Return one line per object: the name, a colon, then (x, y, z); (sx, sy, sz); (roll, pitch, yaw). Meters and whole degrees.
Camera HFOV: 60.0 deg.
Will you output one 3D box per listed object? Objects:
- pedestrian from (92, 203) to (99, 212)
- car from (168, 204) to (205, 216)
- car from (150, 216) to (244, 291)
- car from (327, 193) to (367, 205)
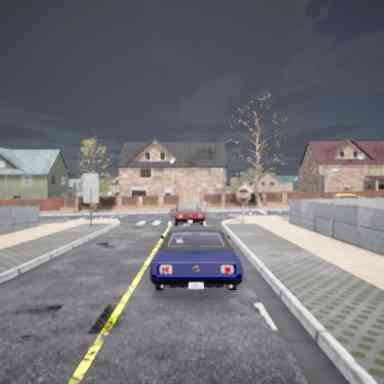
pedestrian: (-9.643, 1.063, 33.006); (0.375, 1.860, 0.375); (0, 3, 0)
car: (-0.467, 1.472, 22.187); (1.895, 1.301, 4.718); (0, 0, -9)
car: (0.094, 1.544, 8.786); (1.895, 1.301, 4.718); (0, 0, 0)
car: (13.414, 0.915, 30.126); (5.008, 1.535, 1.882); (-1, 1, 0)
